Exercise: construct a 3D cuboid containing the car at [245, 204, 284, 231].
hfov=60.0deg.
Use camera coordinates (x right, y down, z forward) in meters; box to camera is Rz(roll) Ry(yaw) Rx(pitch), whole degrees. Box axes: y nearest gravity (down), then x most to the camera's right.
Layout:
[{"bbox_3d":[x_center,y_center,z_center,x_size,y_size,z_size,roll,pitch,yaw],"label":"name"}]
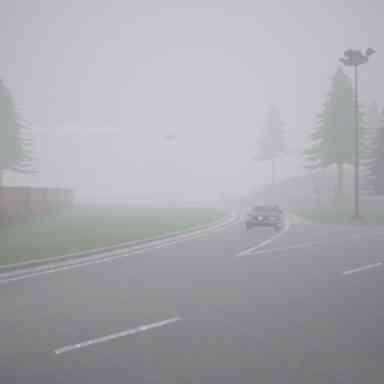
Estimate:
[{"bbox_3d":[4.436,1.439,19.980,2.033,1.411,5.357,0,0,19],"label":"car"}]
